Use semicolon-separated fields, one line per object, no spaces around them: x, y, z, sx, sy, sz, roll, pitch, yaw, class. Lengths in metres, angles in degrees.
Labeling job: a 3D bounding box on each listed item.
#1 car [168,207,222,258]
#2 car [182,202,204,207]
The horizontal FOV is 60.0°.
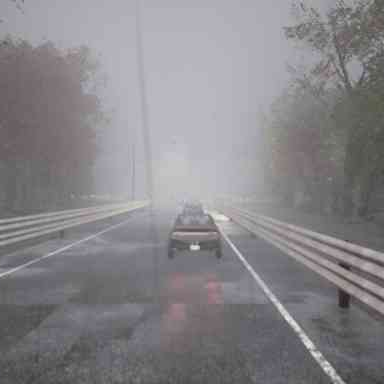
0.097;1.563;13.026;2.128;1.511;4.902;0;0;0;car
0.094;1.654;30.579;2.128;1.511;4.902;0;0;0;car
